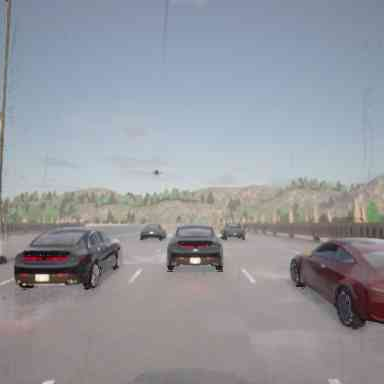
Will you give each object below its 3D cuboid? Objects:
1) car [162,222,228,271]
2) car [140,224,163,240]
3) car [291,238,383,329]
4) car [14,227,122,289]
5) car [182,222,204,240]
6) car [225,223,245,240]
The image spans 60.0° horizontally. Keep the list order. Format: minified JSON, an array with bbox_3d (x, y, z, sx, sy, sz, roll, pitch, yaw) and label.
[{"bbox_3d":[0.098,1.971,12.445,1.837,1.490,4.892,0,-4,0],"label":"car"},{"bbox_3d":[-3.403,3.563,29.852,1.994,1.385,4.181,0,-5,0],"label":"car"},{"bbox_3d":[3.599,1.718,7.181,1.812,1.442,4.674,0,-2,0],"label":"car"},{"bbox_3d":[-3.402,1.827,9.986,1.837,1.490,4.892,0,-3,0],"label":"car"},{"bbox_3d":[0.097,3.566,30.791,1.882,1.535,5.008,0,-5,0],"label":"car"},{"bbox_3d":[3.597,3.512,30.081,2.128,1.511,4.902,0,-5,0],"label":"car"}]
